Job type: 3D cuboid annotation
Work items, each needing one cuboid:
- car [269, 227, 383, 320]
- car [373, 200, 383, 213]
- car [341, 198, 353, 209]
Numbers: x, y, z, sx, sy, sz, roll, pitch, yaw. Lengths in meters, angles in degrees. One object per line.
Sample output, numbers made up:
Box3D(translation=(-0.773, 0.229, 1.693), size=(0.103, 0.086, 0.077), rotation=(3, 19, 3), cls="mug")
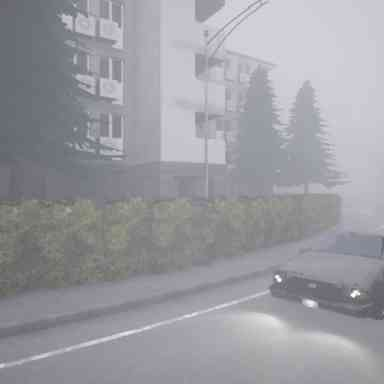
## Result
Box3D(translation=(3.918, 1.547, 7.655), size=(2.033, 1.411, 5.357), rotation=(0, 0, 45), cls="car")
Box3D(translation=(20.341, 1.503, 33.864), size=(1.837, 1.490, 4.892), rotation=(0, 0, 2), cls="car")
Box3D(translation=(19.002, 1.491, 44.034), size=(2.128, 1.511, 4.902), rotation=(0, 0, -17), cls="car")
